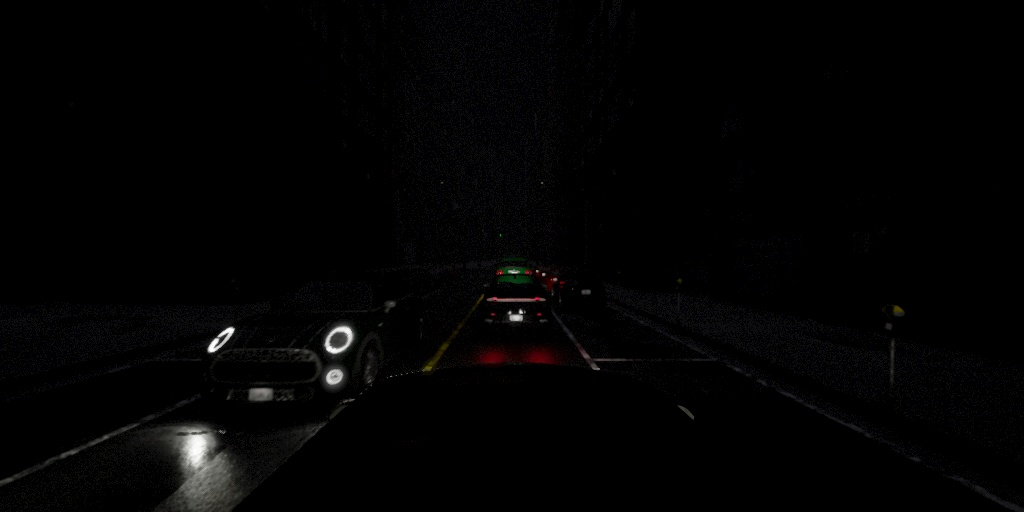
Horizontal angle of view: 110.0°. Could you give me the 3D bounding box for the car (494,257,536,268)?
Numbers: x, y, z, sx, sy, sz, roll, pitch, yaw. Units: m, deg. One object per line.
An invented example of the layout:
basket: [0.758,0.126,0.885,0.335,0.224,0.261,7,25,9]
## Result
car: [0.094,1.080,22.133,2.150,2.045,5.566,0,0,0]

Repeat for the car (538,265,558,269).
car: [2.762,1.393,20.841,1.888,1.381,4.507,0,0,0]

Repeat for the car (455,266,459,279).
car: [-5.763,1.452,31.853,1.888,1.381,4.507,0,0,0]

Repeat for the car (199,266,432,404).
car: [-3.099,1.127,6.670,2.097,1.767,4.553,0,0,0]

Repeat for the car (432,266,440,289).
car: [-5.764,1.414,20.842,1.948,1.339,4.313,0,0,0]

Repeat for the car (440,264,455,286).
car: [-5.764,1.428,26.347,2.007,1.370,4.403,0,0,0]

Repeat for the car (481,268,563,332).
car: [0.101,1.290,11.092,2.128,1.511,4.902,0,0,0]

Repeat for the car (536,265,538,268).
car: [2.762,1.422,26.347,1.888,1.381,4.507,0,0,0]

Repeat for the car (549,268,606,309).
car: [2.761,1.385,15.337,1.948,1.339,4.313,0,0,0]
